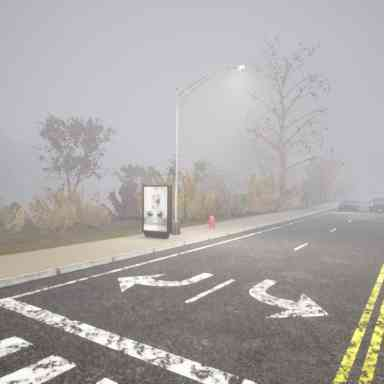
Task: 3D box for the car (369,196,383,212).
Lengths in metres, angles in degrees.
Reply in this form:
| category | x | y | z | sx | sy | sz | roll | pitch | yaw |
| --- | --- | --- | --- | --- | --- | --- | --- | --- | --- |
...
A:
| category | x | y | z | sx | sy | sz | roll | pitch | yaw |
| --- | --- | --- | --- | --- | --- | --- | --- | --- | --- |
| car | 21.539 | 1.393 | 38.046 | 2.097 | 1.767 | 4.553 | 0 | 0 | 31 |

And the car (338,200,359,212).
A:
| category | x | y | z | sx | sy | sz | roll | pitch | yaw |
| --- | --- | --- | --- | --- | --- | --- | --- | --- | --- |
| car | 18.724 | 1.602 | 39.670 | 1.994 | 1.385 | 4.181 | 0 | 0 | 31 |
